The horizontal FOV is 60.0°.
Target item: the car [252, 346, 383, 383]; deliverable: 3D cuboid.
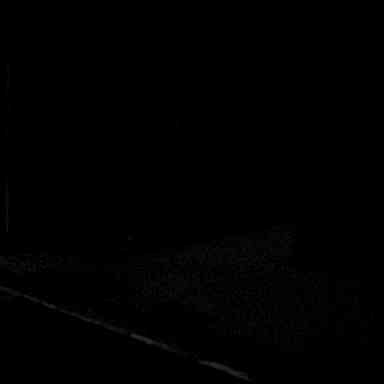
[{"bbox_3d":[2.334,1.552,1.409,4.507,1.381,1.887,0,0,36],"label":"car"}]
